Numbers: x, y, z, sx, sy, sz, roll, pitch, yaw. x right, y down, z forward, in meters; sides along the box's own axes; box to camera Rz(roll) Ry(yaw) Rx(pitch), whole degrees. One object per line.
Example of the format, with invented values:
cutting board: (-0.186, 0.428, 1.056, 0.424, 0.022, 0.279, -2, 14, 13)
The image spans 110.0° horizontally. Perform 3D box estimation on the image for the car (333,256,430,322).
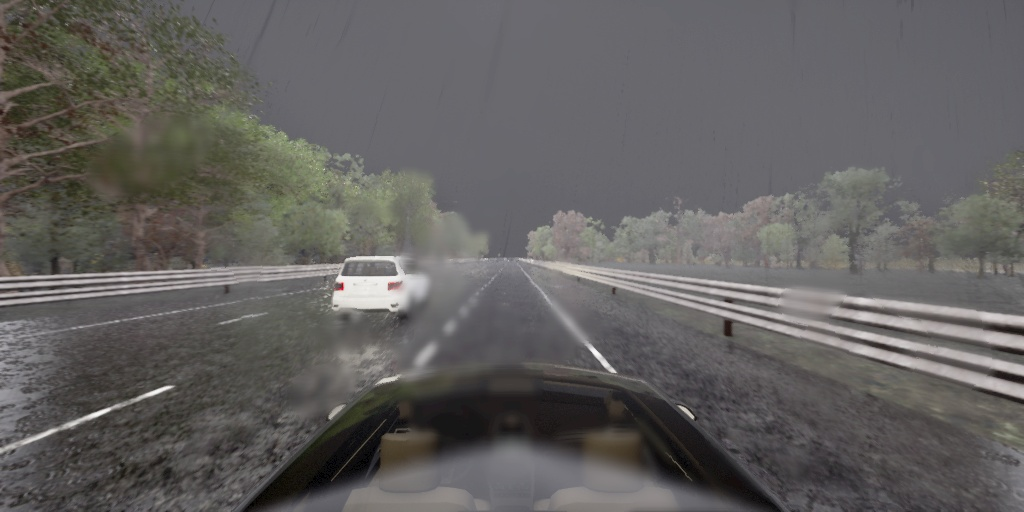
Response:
car: (-4.343, 1.047, 12.759, 2.150, 2.045, 5.566, 0, 0, -5)
